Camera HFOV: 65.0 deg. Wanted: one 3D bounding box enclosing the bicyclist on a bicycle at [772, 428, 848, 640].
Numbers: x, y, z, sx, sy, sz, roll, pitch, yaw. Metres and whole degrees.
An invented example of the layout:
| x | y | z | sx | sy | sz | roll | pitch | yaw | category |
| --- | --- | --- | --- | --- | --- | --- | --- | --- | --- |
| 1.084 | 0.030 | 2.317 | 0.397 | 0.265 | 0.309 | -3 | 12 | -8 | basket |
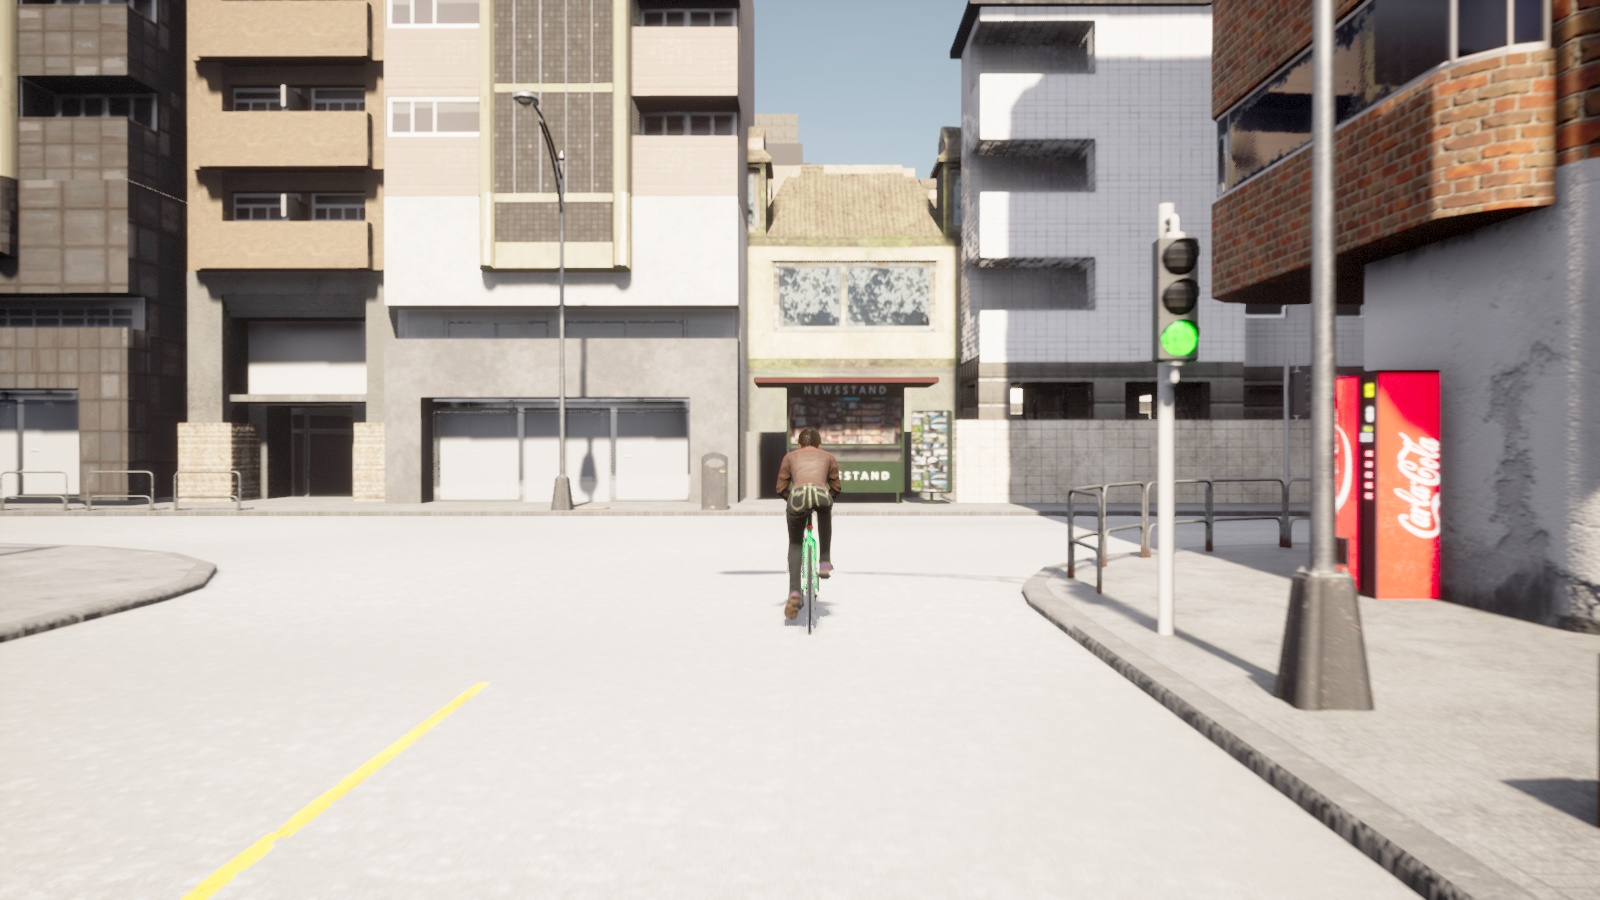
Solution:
| x | y | z | sx | sy | sz | roll | pitch | yaw | category |
| --- | --- | --- | --- | --- | --- | --- | --- | --- | --- |
| 0.079 | 0.640 | 10.422 | 0.582 | 1.620 | 1.656 | 0 | 0 | 0 | bicyclist on a bicycle |
